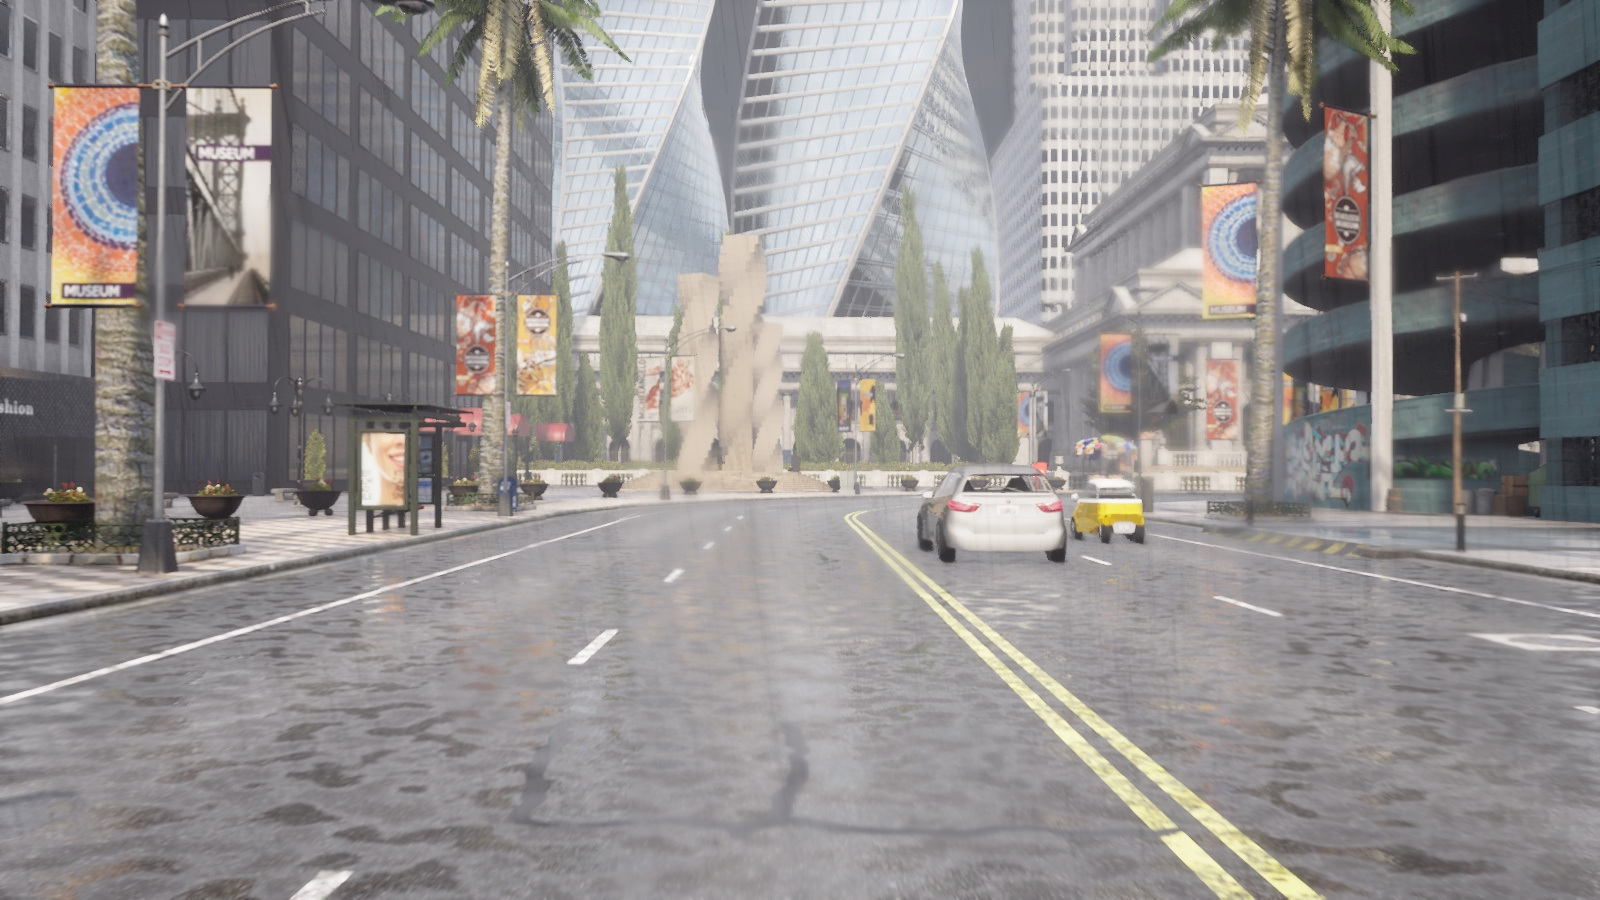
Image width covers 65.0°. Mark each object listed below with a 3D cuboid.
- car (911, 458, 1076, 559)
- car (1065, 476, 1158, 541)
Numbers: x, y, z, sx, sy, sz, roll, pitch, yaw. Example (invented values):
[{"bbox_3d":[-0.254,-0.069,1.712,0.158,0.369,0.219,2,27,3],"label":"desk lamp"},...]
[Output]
[{"bbox_3d":[3.444,1.010,23.299,2.242,1.667,4.611,0,-1,-1],"label":"car"},{"bbox_3d":[6.923,1.282,28.075,1.481,1.376,2.207,0,-1,-1],"label":"car"}]
